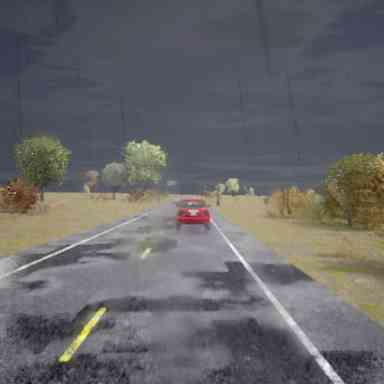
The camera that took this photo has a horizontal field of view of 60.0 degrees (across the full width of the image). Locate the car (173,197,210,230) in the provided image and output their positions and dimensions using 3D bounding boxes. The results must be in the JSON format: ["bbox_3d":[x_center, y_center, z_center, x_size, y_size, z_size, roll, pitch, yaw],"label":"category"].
[{"bbox_3d":[0.074,1.422,22.834,2.150,2.045,5.566,0,0,0],"label":"car"}]

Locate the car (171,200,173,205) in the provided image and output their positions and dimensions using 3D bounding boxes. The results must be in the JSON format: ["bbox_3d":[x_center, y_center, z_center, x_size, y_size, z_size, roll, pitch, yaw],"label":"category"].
[{"bbox_3d":[-3.595,2.157,74.658,1.812,1.442,4.674,0,-1,0],"label":"car"}]

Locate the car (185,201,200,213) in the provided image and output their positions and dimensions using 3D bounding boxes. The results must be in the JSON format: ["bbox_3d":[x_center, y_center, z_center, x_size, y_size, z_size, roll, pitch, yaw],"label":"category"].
[{"bbox_3d":[0.048,1.896,43.073,1.812,1.442,4.674,0,0,0],"label":"car"}]
